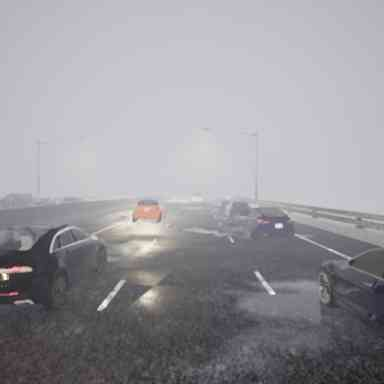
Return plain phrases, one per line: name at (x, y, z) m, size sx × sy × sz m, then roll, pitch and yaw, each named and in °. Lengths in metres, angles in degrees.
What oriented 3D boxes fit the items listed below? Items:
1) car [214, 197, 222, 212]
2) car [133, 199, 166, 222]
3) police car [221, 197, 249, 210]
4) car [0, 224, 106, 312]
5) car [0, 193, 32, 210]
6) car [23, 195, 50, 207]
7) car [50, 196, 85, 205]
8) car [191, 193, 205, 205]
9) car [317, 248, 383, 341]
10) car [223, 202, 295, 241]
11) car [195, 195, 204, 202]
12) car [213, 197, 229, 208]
car at (3.929, 1.491, 37.616) m, size 1.994 × 1.385 × 4.181 m, roll 0°, pitch 0°, yaw 1°
car at (-3.187, 1.290, 25.700) m, size 2.097 × 1.767 × 4.553 m, roll 0°, pitch 0°, yaw 1°
police car at (3.721, 1.364, 26.805) m, size 1.930 × 1.638 × 5.238 m, roll 0°, pitch 0°, yaw 1°
car at (-3.372, 1.470, 7.647) m, size 2.128 × 1.511 × 4.902 m, roll 0°, pitch 0°, yaw 0°
car at (-20.624, 1.146, 38.882) m, size 2.150 × 2.045 × 5.566 m, roll 0°, pitch 0°, yaw 2°
car at (-17.123, 1.414, 38.811) m, size 2.128 × 1.511 × 4.902 m, roll 0°, pitch 0°, yaw 2°
car at (-13.655, 1.276, 37.485) m, size 2.097 × 1.767 × 4.553 m, roll 0°, pitch 0°, yaw 1°
car at (0.976, 1.152, 57.776) m, size 2.150 × 2.045 × 5.566 m, roll 0°, pitch 0°, yaw 2°
car at (3.507, 1.491, 4.880) m, size 2.163 × 1.488 × 4.792 m, roll 0°, pitch 0°, yaw 0°
car at (3.308, 1.462, 16.412) m, size 2.163 × 1.488 × 4.792 m, roll 0°, pitch 0°, yaw -9°
car at (1.803, 1.489, 77.979) m, size 1.994 × 1.385 × 4.181 m, roll 0°, pitch 0°, yaw 3°
car at (4.208, 1.476, 48.535) m, size 2.033 × 1.411 × 5.357 m, roll 0°, pitch 0°, yaw 2°
